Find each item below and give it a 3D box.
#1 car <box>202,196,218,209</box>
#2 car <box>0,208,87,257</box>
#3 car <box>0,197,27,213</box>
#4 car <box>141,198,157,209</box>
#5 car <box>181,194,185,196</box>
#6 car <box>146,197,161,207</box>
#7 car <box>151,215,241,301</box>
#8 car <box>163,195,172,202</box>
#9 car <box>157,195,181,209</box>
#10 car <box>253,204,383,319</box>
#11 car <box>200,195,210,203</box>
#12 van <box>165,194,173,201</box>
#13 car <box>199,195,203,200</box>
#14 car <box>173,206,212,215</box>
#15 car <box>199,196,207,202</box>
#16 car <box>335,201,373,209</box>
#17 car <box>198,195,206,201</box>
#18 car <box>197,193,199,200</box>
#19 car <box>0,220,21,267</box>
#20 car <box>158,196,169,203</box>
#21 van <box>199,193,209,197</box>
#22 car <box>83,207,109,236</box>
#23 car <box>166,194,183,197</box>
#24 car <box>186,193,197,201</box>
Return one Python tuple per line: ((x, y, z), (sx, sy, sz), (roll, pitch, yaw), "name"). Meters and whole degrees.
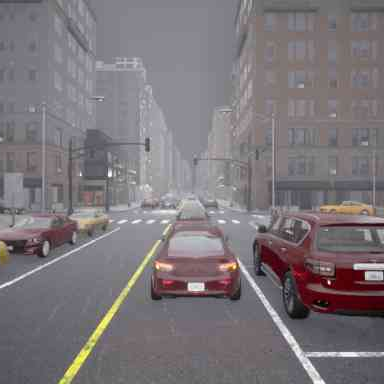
((2.668, 1.593, 45.548), (1.802, 1.307, 4.206), (1, 0, 0), "car")
((-5.851, 1.547, 12.911), (1.887, 1.381, 4.507), (1, 0, 0), "car")
((-17.266, 1.198, 29.723), (4.553, 1.767, 2.097), (1, -1, 0), "car")
((-5.858, 1.555, 45.555), (1.887, 1.381, 4.507), (1, 0, 0), "car")
((-3.043, 1.566, 65.744), (2.033, 1.411, 5.357), (0, 0, 1), "car")
((-5.859, 1.557, 51.228), (1.887, 1.381, 4.507), (1, 0, 0), "car")
((0.084, 1.528, 8.235), (1.812, 1.442, 4.674), (0, 0, 0), "car")
((-5.863, 1.466, 79.592), (1.967, 1.590, 4.097), (1, 0, 0), "car")
((-3.092, 1.502, 45.464), (2.128, 1.511, 4.902), (0, 0, 1), "car")
((2.678, 1.317, 7.279), (2.192, 1.841, 5.009), (1, 0, 0), "car")
((2.666, 1.595, 51.221), (1.802, 1.307, 4.206), (1, 0, 0), "car")
((-5.863, 1.371, 85.265), (1.690, 1.788, 3.998), (1, 0, 0), "van")
((2.665, 1.597, 56.894), (1.802, 1.307, 4.206), (1, 0, 0), "car")
((0.060, 1.605, 17.413), (1.895, 1.301, 4.718), (0, 0, 0), "car")
((2.661, 1.608, 79.588), (1.802, 1.307, 4.206), (1, 0, 0), "car")
((15.118, 1.642, 32.745), (5.008, 1.535, 1.882), (0, -1, 1), "car")
((2.659, 1.599, 90.934), (1.947, 1.339, 4.313), (1, 0, 0), "car")
((2.666, 1.335, 68.241), (2.192, 1.841, 5.009), (1, 0, 0), "car")
((-5.850, 1.527, 7.116), (1.752, 1.417, 4.829), (1, 0, 0), "car")
((-5.862, 1.602, 68.247), (1.802, 1.307, 4.206), (1, 0, 0), "car")
((2.667, 1.358, 62.568), (1.690, 1.788, 3.998), (1, 0, 0), "van")
((-5.852, 1.529, 18.365), (1.752, 1.417, 4.829), (1, 0, 0), "car")
((-3.098, 1.561, 55.315), (2.033, 1.411, 5.357), (0, 0, 0), "car")
((-0.015, 1.570, 85.281), (2.033, 1.411, 5.357), (0, 0, 0), "car")
